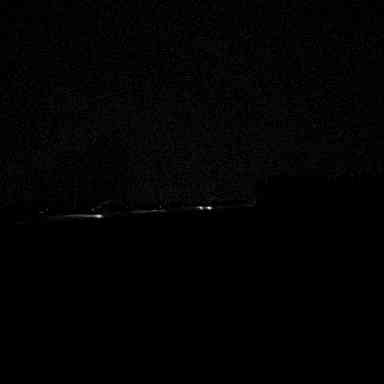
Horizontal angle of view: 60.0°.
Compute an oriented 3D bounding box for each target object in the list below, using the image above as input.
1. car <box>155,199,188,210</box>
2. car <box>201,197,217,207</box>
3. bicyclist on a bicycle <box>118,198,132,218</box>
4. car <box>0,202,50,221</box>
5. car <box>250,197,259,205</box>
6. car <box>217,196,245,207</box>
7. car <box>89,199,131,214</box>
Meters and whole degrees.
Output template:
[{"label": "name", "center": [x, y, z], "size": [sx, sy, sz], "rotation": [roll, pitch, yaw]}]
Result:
[{"label": "car", "center": [-2.655, 1.558, 42.752], "size": [1.895, 1.301, 4.718], "rotation": [-1, -1, 35]}, {"label": "car", "center": [3.166, 1.500, 50.948], "size": [1.812, 1.442, 4.674], "rotation": [-1, -1, 36]}, {"label": "bicyclist on a bicycle", "center": [-5.675, 1.351, 28.099], "size": [1.656, 1.620, 0.582], "rotation": [0, 0, 35]}, {"label": "car", "center": [-14.144, 1.539, 26.418], "size": [2.033, 1.411, 5.357], "rotation": [-1, -1, 34]}, {"label": "car", "center": [11.933, 1.477, 58.536], "size": [2.128, 1.511, 4.902], "rotation": [-1, -1, 35]}, {"label": "car", "center": [6.238, 1.405, 50.354], "size": [1.882, 1.535, 5.008], "rotation": [-1, -1, 36]}, {"label": "car", "center": [-8.417, 1.496, 34.596], "size": [1.812, 1.442, 4.674], "rotation": [-1, -1, 35]}]
